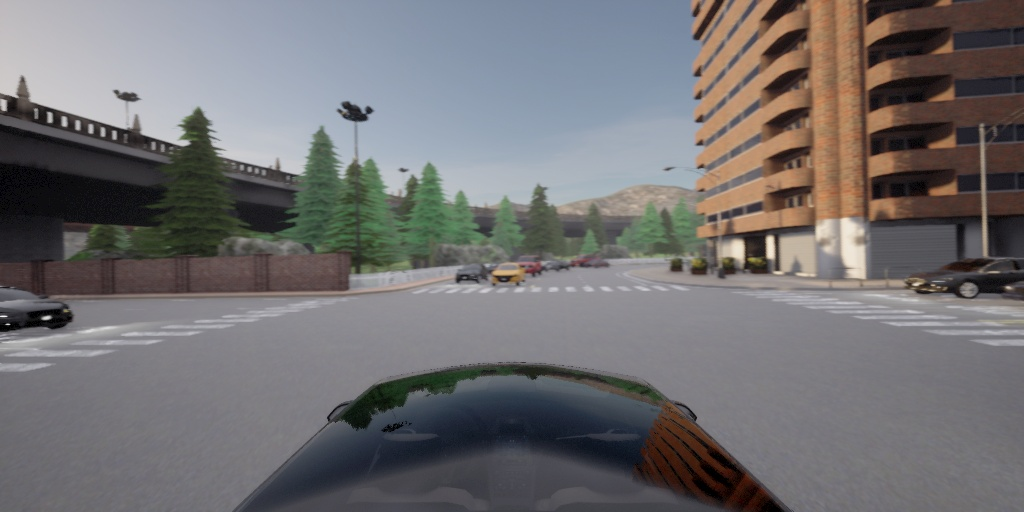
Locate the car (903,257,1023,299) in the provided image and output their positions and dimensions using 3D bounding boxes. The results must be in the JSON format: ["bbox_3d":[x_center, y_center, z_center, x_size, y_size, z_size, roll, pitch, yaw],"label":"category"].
[{"bbox_3d":[18.448,0.825,13.948,4.892,1.490,1.837,-1,0,8],"label":"car"}]

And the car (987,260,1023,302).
[{"bbox_3d":[18.238,0.865,10.425,5.357,1.411,2.033,-1,0,7],"label":"car"}]

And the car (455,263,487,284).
[{"bbox_3d":[-3.119,1.360,28.896,1.837,1.490,4.892,-1,0,9],"label":"car"}]

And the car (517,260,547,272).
[{"bbox_3d":[2.697,1.276,46.783,1.812,1.442,4.674,-2,0,33],"label":"car"}]

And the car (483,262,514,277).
[{"bbox_3d":[-1.320,1.395,37.627,1.994,1.385,4.181,-2,0,17],"label":"car"}]

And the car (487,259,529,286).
[{"bbox_3d":[-0.167,1.249,25.833,1.882,1.535,5.008,-1,0,9],"label":"car"}]

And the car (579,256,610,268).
[{"bbox_3d":[12.425,1.079,52.537,4.181,1.385,1.994,-1,0,-38],"label":"car"}]

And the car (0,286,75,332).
[{"bbox_3d":[-16.733,1.721,11.325,4.892,1.490,1.837,-1,0,7],"label":"car"}]

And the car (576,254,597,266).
[{"bbox_3d":[11.358,0.775,56.209,5.566,2.045,2.150,-1,0,-36],"label":"car"}]

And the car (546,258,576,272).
[{"bbox_3d":[5.678,1.162,45.041,2.128,1.511,4.902,-2,0,33],"label":"car"}]

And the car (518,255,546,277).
[{"bbox_3d":[1.587,0.972,35.611,2.150,2.045,5.566,-2,0,14],"label":"car"}]
